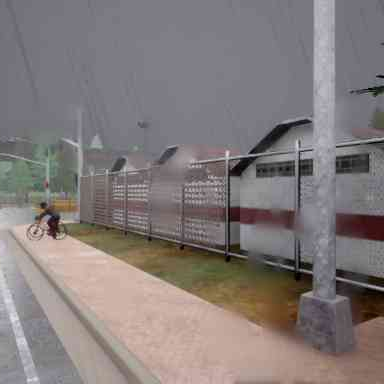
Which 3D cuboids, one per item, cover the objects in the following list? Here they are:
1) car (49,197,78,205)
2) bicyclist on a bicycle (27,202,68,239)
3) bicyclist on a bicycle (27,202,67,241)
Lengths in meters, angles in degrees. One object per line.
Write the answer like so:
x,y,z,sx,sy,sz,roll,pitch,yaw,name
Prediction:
-19.428,1.505,50.150,4.892,1.490,1.837,0,0,-35,car
-6.782,1.301,15.612,1.656,1.620,0.582,0,0,-39,bicyclist on a bicycle
-6.268,1.301,14.392,1.656,1.620,0.582,0,0,-14,bicyclist on a bicycle
